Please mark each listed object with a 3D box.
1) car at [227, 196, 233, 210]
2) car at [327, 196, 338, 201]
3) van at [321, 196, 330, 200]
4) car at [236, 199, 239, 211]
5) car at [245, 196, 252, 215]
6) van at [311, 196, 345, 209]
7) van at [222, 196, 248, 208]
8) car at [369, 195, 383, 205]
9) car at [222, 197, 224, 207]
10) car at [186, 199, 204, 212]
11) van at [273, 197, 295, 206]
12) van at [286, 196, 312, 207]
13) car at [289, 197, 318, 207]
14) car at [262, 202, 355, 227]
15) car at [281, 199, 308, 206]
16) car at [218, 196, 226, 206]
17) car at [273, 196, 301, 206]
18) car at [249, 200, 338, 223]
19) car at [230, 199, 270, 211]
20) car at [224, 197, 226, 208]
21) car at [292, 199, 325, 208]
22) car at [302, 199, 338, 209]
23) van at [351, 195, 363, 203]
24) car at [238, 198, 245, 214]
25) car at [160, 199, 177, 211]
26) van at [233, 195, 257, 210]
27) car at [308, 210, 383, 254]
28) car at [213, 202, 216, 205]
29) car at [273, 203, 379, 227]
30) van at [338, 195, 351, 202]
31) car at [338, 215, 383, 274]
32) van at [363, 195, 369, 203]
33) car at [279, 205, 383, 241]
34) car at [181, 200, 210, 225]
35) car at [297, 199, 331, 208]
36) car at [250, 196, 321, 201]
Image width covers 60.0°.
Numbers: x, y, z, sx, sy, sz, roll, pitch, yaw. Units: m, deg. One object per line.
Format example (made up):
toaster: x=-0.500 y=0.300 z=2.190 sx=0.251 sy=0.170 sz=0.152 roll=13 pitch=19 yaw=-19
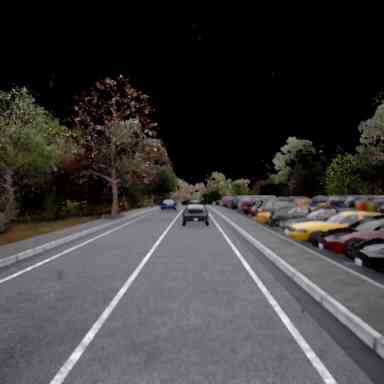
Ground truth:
car: x=7.368 y=1.367 z=39.800 sx=5.566 sy=2.045 sz=2.435 roll=0 pitch=0 yaw=1
car: x=20.448 y=1.650 z=42.279 sx=5.008 sy=1.535 sz=2.097 roll=0 pitch=-1 yaw=1
van: x=20.352 y=1.479 z=45.054 sx=4.442 sy=1.987 sz=1.878 roll=0 pitch=-1 yaw=1
car: x=7.292 y=1.639 z=34.247 sx=4.674 sy=1.452 sz=2.002 roll=0 pitch=0 yaw=1
car: x=7.207 y=1.454 z=28.695 sx=4.553 sy=1.767 sz=2.185 roll=0 pitch=0 yaw=1
van: x=20.637 y=1.587 z=50.590 sx=4.442 sy=1.987 sz=1.878 roll=0 pitch=-1 yaw=1
van: x=7.635 y=1.757 z=59.212 sx=4.442 sy=1.987 sz=1.878 roll=0 pitch=-1 yaw=1
car: x=20.314 y=1.334 z=31.344 sx=5.566 sy=2.045 sz=2.435 roll=0 pitch=0 yaw=1
car: x=7.412 y=1.850 z=50.883 sx=4.792 sy=1.488 sz=2.163 roll=0 pitch=-1 yaw=0
car: x=0.401 y=1.717 z=42.443 sx=2.128 sy=1.511 sz=4.902 roll=0 pitch=-1 yaw=0
van: x=20.867 y=2.101 z=75.634 sx=4.442 sy=1.987 sz=1.878 roll=0 pitch=-1 yaw=1
van: x=20.764 y=1.858 z=64.438 sx=4.442 sy=1.987 sz=1.878 roll=0 pitch=-1 yaw=1
car: x=20.590 y=1.904 z=61.669 sx=4.553 sy=1.767 sz=2.185 roll=0 pitch=-1 yaw=1
car: x=7.155 y=1.552 z=20.367 sx=4.892 sy=1.521 sz=2.231 roll=0 pitch=0 yaw=1
car: x=20.666 y=2.139 z=67.205 sx=4.892 sy=1.521 sz=2.231 roll=0 pitch=-1 yaw=1
car: x=7.498 y=1.928 z=56.433 sx=5.008 sy=1.535 sz=2.097 roll=0 pitch=-1 yaw=1
car: x=20.751 y=2.002 z=72.745 sx=5.566 sy=2.045 sz=2.435 roll=0 pitch=-2 yaw=1
car: x=7.001 y=1.558 z=23.144 sx=5.366 sy=1.575 sz=1.946 roll=0 pitch=0 yaw=1
car: x=7.395 y=1.687 z=42.548 sx=4.792 sy=1.488 sz=2.163 roll=0 pitch=-1 yaw=1
car: x=7.419 y=1.806 z=48.105 sx=4.674 sy=1.452 sz=2.002 roll=0 pitch=-1 yaw=1
car: x=20.592 y=1.977 z=59.021 sx=5.008 sy=1.535 sz=2.097 roll=0 pitch=-1 yaw=1
car: x=20.539 y=1.868 z=53.356 sx=4.892 sy=1.521 sz=2.231 roll=0 pitch=-1 yaw=1
van: x=20.509 y=1.379 z=36.758 sx=4.442 sy=1.987 sz=1.878 roll=0 pitch=0 yaw=1
car: x=7.258 y=1.589 z=31.471 sx=5.008 sy=1.535 sz=2.097 roll=0 pitch=0 yaw=1
car: x=-3.029 y=1.721 z=43.762 sx=1.882 sy=1.535 sz=5.008 roll=0 pitch=-1 yaw=1
van: x=7.198 y=1.383 z=37.025 sx=4.442 sy=1.987 sz=1.878 roll=0 pitch=0 yaw=1
car: x=7.056 y=1.552 z=12.039 sx=4.792 sy=1.488 sz=2.163 roll=0 pitch=0 yaw=1
car: x=7.567 y=1.894 z=67.540 sx=5.566 sy=2.045 sz=2.435 roll=0 pitch=-1 yaw=1
car: x=7.142 y=1.542 z=17.590 sx=4.892 sy=1.521 sz=2.231 roll=0 pitch=0 yaw=1
van: x=20.303 y=1.389 z=39.663 sx=4.442 sy=1.987 sz=1.878 roll=0 pitch=-1 yaw=1
car: x=7.030 y=1.542 z=9.263 sx=4.792 sy=1.488 sz=2.163 roll=0 pitch=0 yaw=1
van: x=20.485 y=1.369 z=34.113 sx=4.442 sy=1.987 sz=1.878 roll=0 pitch=0 yaw=1
car: x=6.925 y=1.529 z=14.816 sx=5.366 sy=1.575 sz=1.946 roll=0 pitch=0 yaw=1
car: x=0.265 y=1.576 z=24.729 sx=1.837 sy=1.490 sz=4.892 roll=0 pitch=0 yaw=0
car: x=20.565 y=1.921 z=56.126 sx=5.008 sy=1.535 sz=2.097 roll=0 pitch=-1 yaw=1
car: x=7.181 y=1.445 z=25.919 sx=4.553 sy=1.767 sz=2.185 roll=0 pitch=0 yaw=1
